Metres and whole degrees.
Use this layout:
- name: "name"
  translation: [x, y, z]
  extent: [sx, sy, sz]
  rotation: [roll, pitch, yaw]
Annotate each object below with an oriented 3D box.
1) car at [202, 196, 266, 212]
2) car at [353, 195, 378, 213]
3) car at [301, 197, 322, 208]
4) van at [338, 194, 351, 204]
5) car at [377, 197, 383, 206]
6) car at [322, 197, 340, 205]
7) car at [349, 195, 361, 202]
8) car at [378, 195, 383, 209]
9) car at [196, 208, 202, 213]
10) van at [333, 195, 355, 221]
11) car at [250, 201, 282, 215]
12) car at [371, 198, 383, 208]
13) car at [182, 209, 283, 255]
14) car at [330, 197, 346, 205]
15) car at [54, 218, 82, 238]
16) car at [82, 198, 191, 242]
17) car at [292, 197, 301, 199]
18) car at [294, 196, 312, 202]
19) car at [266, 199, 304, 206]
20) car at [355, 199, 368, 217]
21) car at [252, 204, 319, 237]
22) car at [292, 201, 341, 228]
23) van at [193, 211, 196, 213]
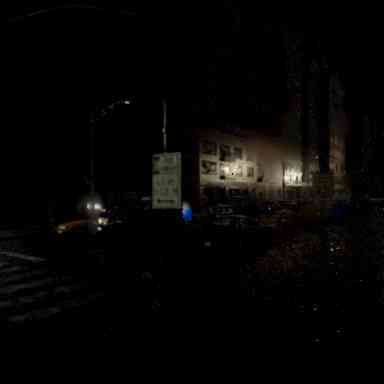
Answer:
- name: "car"
  translation: [3.443, 1.340, 25.961]
  extent: [2.150, 2.045, 5.566]
  rotation: [-1, 0, 36]
- name: "car"
  translation: [18.529, 1.369, 36.545]
  extent: [2.192, 1.841, 5.009]
  rotation: [-1, 0, 36]
- name: "car"
  translation: [18.313, 1.554, 50.720]
  extent: [1.967, 1.590, 4.097]
  rotation: [-1, 0, 36]
- name: "van"
  translation: [31.672, 1.429, 69.045]
  extent: [1.690, 1.788, 3.998]
  rotation: [-1, 0, 36]
- name: "car"
  translation: [31.887, 1.597, 54.866]
  extent: [1.947, 1.339, 4.313]
  rotation: [-1, 0, 36]
- name: "car"
  translation: [24.994, 1.653, 59.882]
  extent: [2.008, 1.369, 4.403]
  rotation: [-1, 0, 36]
- name: "car"
  translation: [38.352, 1.512, 78.207]
  extent: [1.967, 1.590, 4.097]
  rotation: [-1, 0, 36]
- name: "car"
  translation: [25.309, 1.568, 45.843]
  extent: [1.752, 1.417, 4.829]
  rotation: [-1, 0, 36]
- name: "car"
  translation: [1.615, 1.722, 27.814]
  extent: [1.802, 1.307, 4.206]
  rotation: [-1, 0, 36]
- name: "van"
  translation: [11.851, 1.407, 27.385]
  extent: [1.690, 1.788, 3.998]
  rotation: [-1, 0, 36]
- name: "car"
  translation: [8.295, 1.697, 36.976]
  extent: [1.947, 1.339, 4.313]
  rotation: [-1, 0, 36]
- name: "car"
  translation: [28.548, 1.582, 50.286]
  extent: [1.887, 1.381, 4.507]
  rotation: [-1, 0, 36]
- name: "car"
  translation: [1.834, 1.620, 13.643]
  extent: [2.008, 1.369, 4.403]
  rotation: [-1, 0, 36]
- name: "car"
  translation: [28.233, 1.621, 64.326]
  extent: [1.752, 1.417, 4.829]
  rotation: [-1, 0, 36]
- name: "car"
  translation: [-5.165, 1.665, 18.513]
  extent: [1.752, 1.417, 4.829]
  rotation: [-1, 0, 36]
- name: "car"
  translation: [-2.664, 1.341, 17.591]
  extent: [2.150, 2.045, 5.566]
  rotation: [-1, 0, 36]
- name: "car"
  translation: [11.634, 1.691, 41.557]
  extent: [1.947, 1.339, 4.313]
  rotation: [-1, 0, 36]
- name: "car"
  translation: [14.973, 1.435, 46.139]
  extent: [2.192, 1.841, 5.009]
  rotation: [-1, 0, 36]
- name: "car"
  translation: [9.534, 1.712, 34.293]
  extent: [1.895, 1.301, 4.718]
  rotation: [-1, 0, 36]
- name: "car"
  translation: [15.192, 1.611, 31.965]
  extent: [2.008, 1.369, 4.403]
  rotation: [-1, 0, 36]
- name: "car"
  translation: [5.273, 1.595, 18.360]
  extent: [1.752, 1.417, 4.829]
  rotation: [-1, 0, 36]
- name: "car"
  translation: [8.613, 1.594, 22.941]
  extent: [1.752, 1.417, 4.829]
  rotation: [-1, 0, 36]
- name: "van"
  translation: [-1.727, 1.482, 23.233]
  extent: [1.690, 1.788, 3.998]
  rotation: [-1, 0, 36]
